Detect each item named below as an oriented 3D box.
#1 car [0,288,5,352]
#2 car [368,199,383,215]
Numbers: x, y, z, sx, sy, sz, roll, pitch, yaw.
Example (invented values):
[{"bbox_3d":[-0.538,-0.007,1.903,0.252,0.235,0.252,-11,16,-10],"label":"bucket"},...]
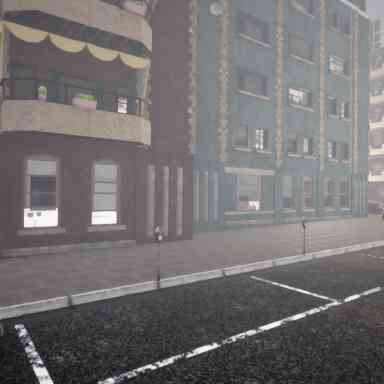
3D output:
[{"bbox_3d":[-4.195,1.566,3.097,4.313,1.339,1.947,0,1,-35],"label":"car"},{"bbox_3d":[16.142,1.240,32.639,2.192,1.841,5.009,1,0,-36],"label":"car"}]
